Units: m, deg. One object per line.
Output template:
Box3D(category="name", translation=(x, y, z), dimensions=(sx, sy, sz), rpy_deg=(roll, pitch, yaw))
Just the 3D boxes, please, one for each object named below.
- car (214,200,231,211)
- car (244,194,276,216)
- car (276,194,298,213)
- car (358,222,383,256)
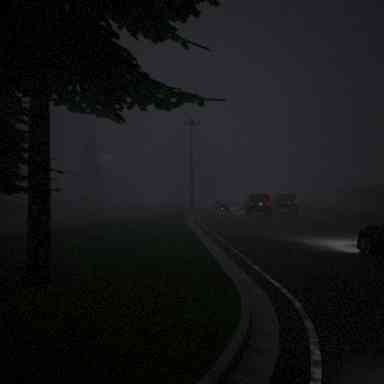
Box3D(category="car", translation=(3.732, 1.599, 40.248), dimensions=(1.895, 1.301, 4.718), rpy_deg=(0, 0, 7))
Box3D(category="car", translation=(6.390, 1.215, 32.417), dimensions=(2.150, 2.045, 5.566), rpy_deg=(0, -1, 5))
Box3D(category="car", translation=(10.433, 1.218, 37.449), dimensions=(2.150, 2.045, 5.566), rpy_deg=(0, 0, 6))
Box3D(category="car", translation=(7.164, 1.351, 10.299), dimensions=(2.097, 1.767, 4.553), rpy_deg=(0, 0, -3))
